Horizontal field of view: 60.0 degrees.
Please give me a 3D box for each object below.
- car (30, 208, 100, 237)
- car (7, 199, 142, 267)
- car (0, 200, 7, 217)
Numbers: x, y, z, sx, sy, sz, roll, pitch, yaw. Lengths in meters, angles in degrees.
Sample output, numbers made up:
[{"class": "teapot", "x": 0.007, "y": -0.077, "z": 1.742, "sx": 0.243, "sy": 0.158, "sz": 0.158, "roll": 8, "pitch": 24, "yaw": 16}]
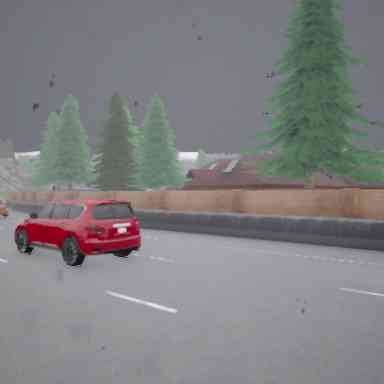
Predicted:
[{"class": "car", "x": -7.516, "y": 1.675, "z": 19.440, "sx": 4.718, "sy": 1.301, "sz": 1.895, "roll": 0, "pitch": 0, "yaw": 43}, {"class": "car", "x": -4.195, "y": 1.267, "z": 11.865, "sx": 5.566, "sy": 2.045, "sz": 2.150, "roll": 0, "pitch": 0, "yaw": 40}, {"class": "car", "x": -19.015, "y": 1.478, "z": 31.433, "sx": 2.097, "sy": 1.767, "sz": 4.553, "roll": 0, "pitch": 0, "yaw": -41}]
